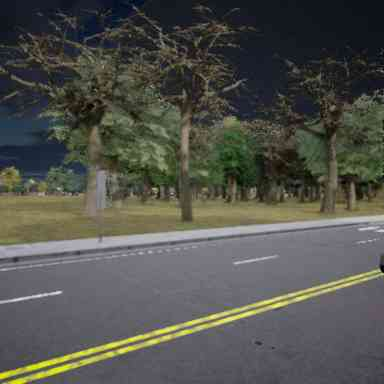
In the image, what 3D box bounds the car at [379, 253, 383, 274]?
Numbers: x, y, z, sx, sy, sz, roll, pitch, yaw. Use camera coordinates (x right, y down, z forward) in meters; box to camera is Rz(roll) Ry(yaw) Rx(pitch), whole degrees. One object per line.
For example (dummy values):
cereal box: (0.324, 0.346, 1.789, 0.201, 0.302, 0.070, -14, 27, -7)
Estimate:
car: (6.679, 1.613, 8.204, 4.718, 1.301, 1.895, 0, 0, -35)
